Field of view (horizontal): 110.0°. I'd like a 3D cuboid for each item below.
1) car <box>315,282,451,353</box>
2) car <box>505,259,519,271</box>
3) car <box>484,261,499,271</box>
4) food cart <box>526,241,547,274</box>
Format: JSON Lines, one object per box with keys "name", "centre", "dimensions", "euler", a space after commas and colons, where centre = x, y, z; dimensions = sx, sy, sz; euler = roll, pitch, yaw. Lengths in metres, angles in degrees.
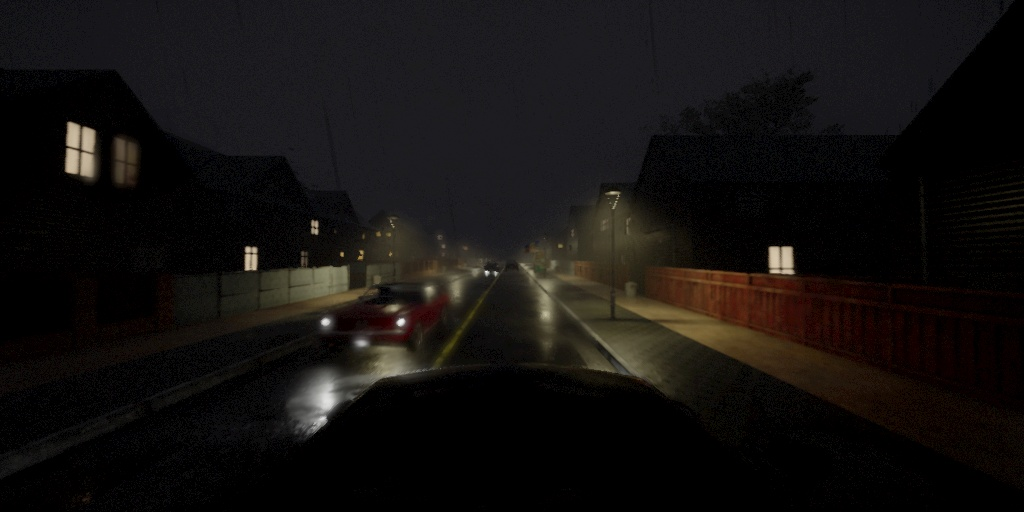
{"name": "car", "centre": [-2.849, 1.355, 9.022], "dimensions": [1.895, 1.301, 4.718], "euler": [0, 0, 0]}
{"name": "car", "centre": [0.022, 1.302, 50.031], "dimensions": [1.882, 1.535, 5.008], "euler": [0, 0, 1]}
{"name": "car", "centre": [-2.826, 1.390, 50.695], "dimensions": [1.994, 1.385, 4.181], "euler": [0, 0, 0]}
{"name": "food cart", "centre": [3.008, 0.266, 39.283], "dimensions": [2.280, 3.560, 4.660], "euler": [0, 0, 0]}
